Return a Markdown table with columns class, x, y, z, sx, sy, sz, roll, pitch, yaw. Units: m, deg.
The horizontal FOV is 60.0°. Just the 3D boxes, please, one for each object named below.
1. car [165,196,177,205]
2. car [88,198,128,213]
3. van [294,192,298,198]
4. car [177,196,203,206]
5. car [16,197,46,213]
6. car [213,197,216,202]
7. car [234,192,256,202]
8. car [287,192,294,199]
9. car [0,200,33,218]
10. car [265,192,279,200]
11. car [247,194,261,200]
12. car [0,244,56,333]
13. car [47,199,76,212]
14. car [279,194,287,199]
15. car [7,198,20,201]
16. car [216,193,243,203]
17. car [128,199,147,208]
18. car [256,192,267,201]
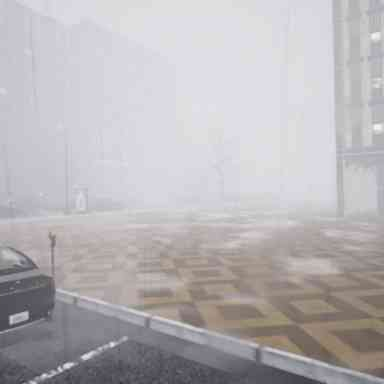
| class | x | y | z | sx | sy | sz | roll | pitch | yaw |
| --- | --- | --- | --- | --- | --- | --- | --- | --- | --- |
| car | -2.542 | 1.442 | 56.258 | 2.128 | 1.511 | 4.902 | -2 | -1 | 37 |
| car | -9.551 | 1.410 | 36.797 | 1.967 | 1.590 | 4.097 | -1 | 0 | 36 |
| van | 26.112 | 0.875 | 86.041 | 1.690 | 1.788 | 3.998 | -1 | 0 | 36 |
| car | 0.175 | 1.285 | 50.227 | 1.967 | 1.590 | 4.097 | -1 | 0 | 36 |
| car | -19.580 | 1.516 | 37.237 | 2.192 | 1.841 | 5.009 | -1 | 0 | 36 |
| car | 6.360 | 1.315 | 73.049 | 1.967 | 1.590 | 4.097 | -1 | 0 | 36 |
| car | 9.904 | 1.270 | 63.656 | 1.887 | 1.381 | 4.507 | -1 | 0 | 36 |
| car | 22.874 | 1.153 | 81.563 | 1.802 | 1.307 | 4.206 | -1 | 0 | 36 |
| car | -16.034 | 1.637 | 27.843 | 1.802 | 1.307 | 4.206 | -1 | 0 | 36 |
| car | 16.385 | 0.962 | 72.610 | 2.192 | 1.841 | 5.009 | -1 | 0 | 36 |
| car | 16.089 | 1.326 | 86.479 | 1.947 | 1.339 | 4.313 | -1 | 0 | 36 |
| car | -4.275 | 1.606 | 6.097 | 4.403 | 1.369 | 2.008 | -1 | -1 | 36 |
| car | -14.425 | 1.629 | 39.939 | 1.812 | 1.442 | 4.674 | -2 | 0 | 36 |
| car | 19.631 | 1.160 | 77.086 | 2.008 | 1.369 | 4.403 | -1 | 0 | 36 |
| car | -19.992 | 1.654 | 32.246 | 1.882 | 1.535 | 5.008 | -2 | 0 | 37 |
| car | 6.662 | 1.316 | 59.180 | 2.008 | 1.369 | 4.403 | -1 | 0 | 36 |
| car | -8.714 | 1.629 | 47.820 | 1.895 | 1.301 | 4.718 | -2 | -1 | 36 |
| car | 13.147 | 1.268 | 68.133 | 1.802 | 1.307 | 4.206 | -1 | 0 | 36 |
